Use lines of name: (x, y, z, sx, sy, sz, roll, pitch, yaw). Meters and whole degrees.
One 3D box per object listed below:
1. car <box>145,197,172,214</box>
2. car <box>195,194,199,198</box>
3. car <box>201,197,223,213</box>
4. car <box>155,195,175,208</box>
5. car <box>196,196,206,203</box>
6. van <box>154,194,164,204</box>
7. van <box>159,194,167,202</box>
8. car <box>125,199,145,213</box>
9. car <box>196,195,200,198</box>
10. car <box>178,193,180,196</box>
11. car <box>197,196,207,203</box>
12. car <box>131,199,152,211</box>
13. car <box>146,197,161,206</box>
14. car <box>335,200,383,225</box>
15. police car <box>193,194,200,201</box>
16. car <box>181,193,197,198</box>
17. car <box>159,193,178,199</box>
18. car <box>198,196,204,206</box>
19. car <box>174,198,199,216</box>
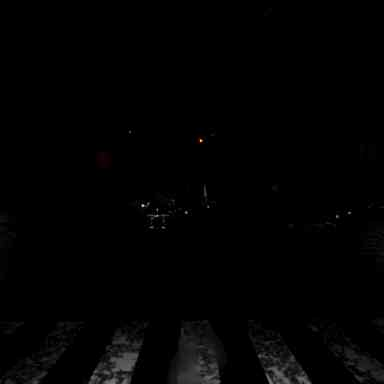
car: (-3.449, 1.569, 34.700, 1.994, 1.385, 4.181, 0, 0, -2)
car: (2.029, 1.568, 62.615, 2.008, 1.369, 4.403, 0, 0, -1)
car: (2.393, 1.556, 36.412, 2.008, 1.369, 4.403, 0, 0, -1)
car: (-3.563, 1.485, 43.513, 1.882, 1.535, 5.008, 0, 0, -1)
car: (1.882, 1.590, 73.193, 1.947, 1.339, 4.313, 0, 0, -1)
van: (-6.554, 1.361, 66.685, 1.690, 1.788, 3.998, 0, 0, -1)
van: (-6.704, 1.369, 77.511, 1.690, 1.788, 3.998, 0, 0, -1)
car: (-6.131, 1.556, 36.297, 2.008, 1.369, 4.403, 0, 0, -1)
car: (2.167, 1.562, 52.744, 2.008, 1.369, 4.403, 0, 0, -1)
car: (-3.790, 1.509, 62.442, 2.128, 1.511, 4.902, 0, 0, 0)
car: (1.953, 1.546, 68.074, 1.752, 1.417, 4.829, 0, 0, -1)
car: (-6.200, 1.558, 41.289, 2.008, 1.369, 4.403, 0, 0, -1)
car: (-6.403, 1.579, 55.859, 1.947, 1.339, 4.313, 0, 0, -1)
car: (11.630, 1.248, 21.023, 4.902, 1.511, 2.128, -1, 0, -1)
police car: (1.246, 1.464, 90.590, 1.930, 1.638, 5.238, 0, 0, -1)
car: (-0.662, 1.510, 64.901, 2.128, 1.511, 4.902, 0, 0, -1)
car: (-3.684, 1.364, 52.663, 2.097, 1.767, 4.553, 0, 0, -1)
car: (2.242, 1.554, 47.300, 1.887, 1.381, 4.507, 0, 0, -1)
car: (-0.478, 1.605, 33.067, 1.895, 1.301, 4.718, 0, 0, 1)
